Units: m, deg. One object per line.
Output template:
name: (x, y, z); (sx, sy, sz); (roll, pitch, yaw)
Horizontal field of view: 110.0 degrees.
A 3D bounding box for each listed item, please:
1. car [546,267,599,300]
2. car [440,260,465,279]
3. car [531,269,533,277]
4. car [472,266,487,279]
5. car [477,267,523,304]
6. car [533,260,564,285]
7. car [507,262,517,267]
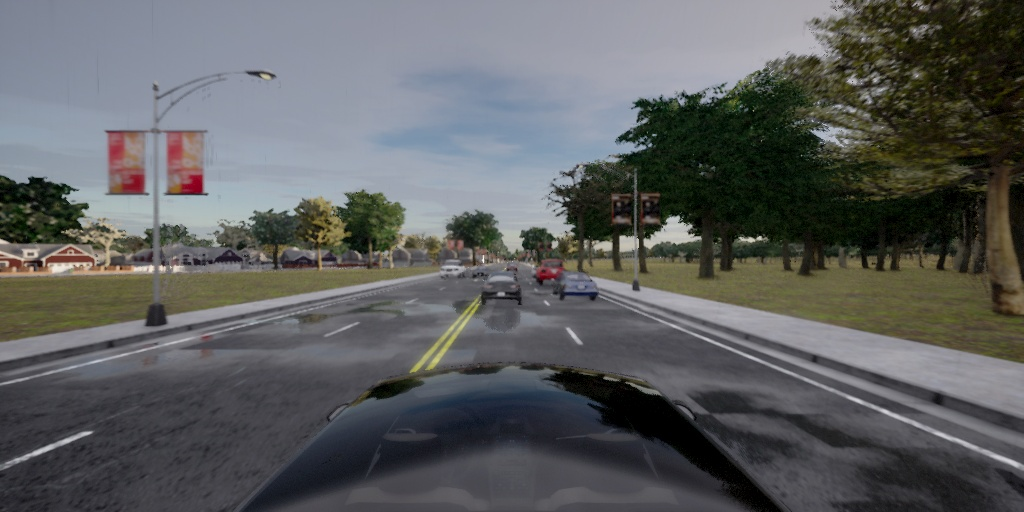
car: (3.245, 1.521, 19.303); (2.033, 1.411, 5.357); (0, -1, 0)
car: (-6.604, 1.468, 40.284); (2.150, 2.045, 5.566); (0, -1, 0)
car: (3.240, 1.861, 41.334); (1.895, 1.301, 4.718); (0, -1, 0)
car: (-3.354, 1.812, 40.421); (1.994, 1.385, 4.181); (0, -1, 0)
car: (-0.432, 1.476, 17.500); (1.812, 1.442, 4.674); (0, -1, 0)
car: (3.243, 1.338, 30.338); (2.150, 2.045, 5.566); (0, -1, 0)
car: (0.068, 2.064, 62.659); (1.812, 1.442, 4.674); (0, -1, 0)
